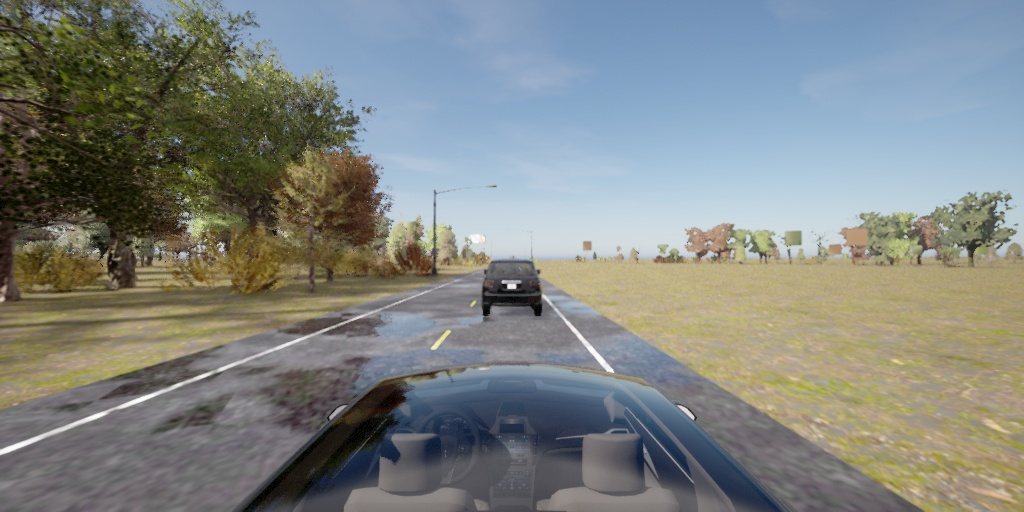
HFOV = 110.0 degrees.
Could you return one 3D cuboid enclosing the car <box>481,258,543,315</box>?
[{"bbox_3d":[0.008,1.107,14.413,2.150,2.045,5.566,0,0,0],"label":"car"}]
